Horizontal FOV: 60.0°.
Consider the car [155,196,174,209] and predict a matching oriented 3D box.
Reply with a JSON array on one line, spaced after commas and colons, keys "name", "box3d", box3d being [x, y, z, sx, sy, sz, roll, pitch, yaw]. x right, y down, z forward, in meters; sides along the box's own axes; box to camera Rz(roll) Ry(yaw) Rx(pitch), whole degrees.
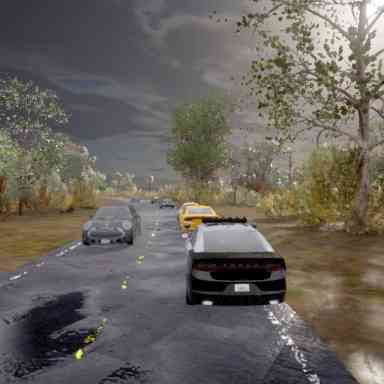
[{"name": "car", "box3d": [-3.577, 1.543, 46.143, 2.033, 1.411, 5.357, 0, 0, -9]}]

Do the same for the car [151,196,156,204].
[{"name": "car", "box3d": [-6.817, 1.519, 63.503, 1.812, 1.442, 4.674, 0, 0, -12]}]

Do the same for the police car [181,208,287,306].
[{"name": "police car", "box3d": [0.774, 1.425, 8.246, 1.930, 1.638, 5.238, 0, 0, -2]}]

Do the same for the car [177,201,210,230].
[{"name": "car", "box3d": [0.313, 1.477, 18.204, 1.882, 1.535, 5.008, 0, 0, -4]}]

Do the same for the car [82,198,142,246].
[{"name": "car", "box3d": [-3.521, 1.351, 15.303, 2.097, 1.767, 4.553, 0, 0, -3]}]

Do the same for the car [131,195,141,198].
[{"name": "car", "box3d": [-12.445, 1.499, 73.648, 1.837, 1.490, 4.892, 0, 0, -15]}]

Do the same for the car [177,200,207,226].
[{"name": "car", "box3d": [-0.141, 1.453, 24.425, 1.801, 1.575, 5.366, 0, 0, -5]}]
